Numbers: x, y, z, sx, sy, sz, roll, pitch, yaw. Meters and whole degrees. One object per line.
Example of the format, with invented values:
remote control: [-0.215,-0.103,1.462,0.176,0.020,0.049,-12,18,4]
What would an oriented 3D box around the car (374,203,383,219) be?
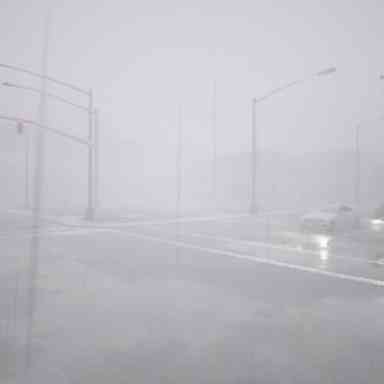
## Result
car: [15.947,1.376,25.935,4.181,1.385,1.994,-1,1,-39]

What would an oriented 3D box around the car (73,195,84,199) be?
car: [-29.847,1.295,87.516,1.853,1.218,4.536,0,0,-9]

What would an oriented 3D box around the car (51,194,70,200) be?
car: [-33.556,1.441,87.140,4.974,1.542,2.038,0,0,21]

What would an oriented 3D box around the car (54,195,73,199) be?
car: [-33.604,1.284,87.158,4.536,1.218,1.853,0,0,21]

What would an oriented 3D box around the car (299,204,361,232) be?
car: [8.247,1.455,19.624,4.674,1.442,1.812,-1,0,-39]

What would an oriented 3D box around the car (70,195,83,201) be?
car: [-29.839,1.452,87.464,2.038,1.542,4.974,0,0,-9]
